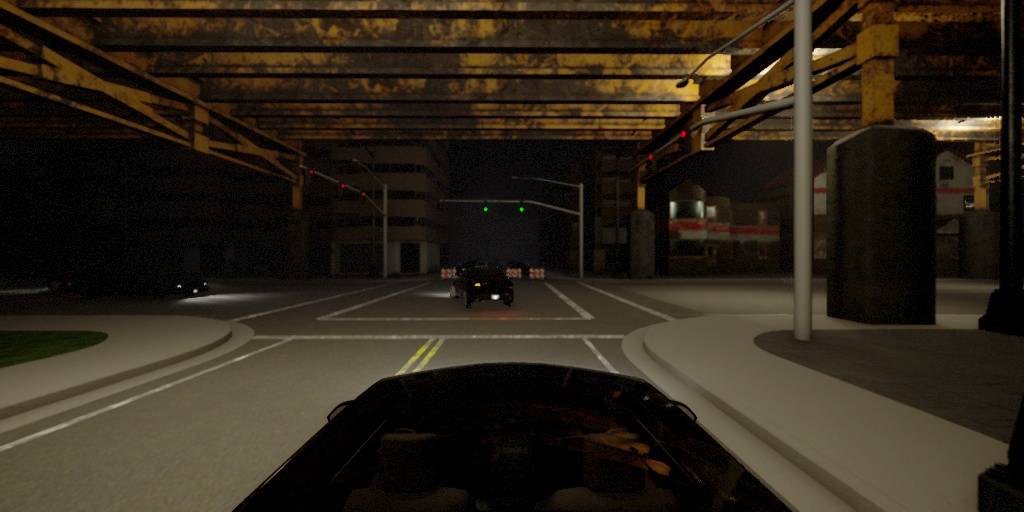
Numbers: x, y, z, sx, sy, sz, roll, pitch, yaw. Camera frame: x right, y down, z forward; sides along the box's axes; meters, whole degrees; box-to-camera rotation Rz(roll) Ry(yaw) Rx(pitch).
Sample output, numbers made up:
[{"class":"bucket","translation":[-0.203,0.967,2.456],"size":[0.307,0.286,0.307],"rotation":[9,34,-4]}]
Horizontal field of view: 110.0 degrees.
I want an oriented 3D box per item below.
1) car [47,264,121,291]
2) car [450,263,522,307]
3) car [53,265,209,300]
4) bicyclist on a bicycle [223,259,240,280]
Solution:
[{"class":"car","translation":[-23.658,1.213,20.763],"size":[5.008,1.535,1.882],"rotation":[0,0,-1]},{"class":"car","translation":[-1.395,1.244,15.459],"size":[1.837,1.490,4.892],"rotation":[1,0,-19]},{"class":"car","translation":[-17.769,1.285,17.094],"size":[5.357,1.411,2.033],"rotation":[0,0,0]},{"class":"bicyclist on a bicycle","translation":[-21.922,1.033,28.048],"size":[0.582,1.620,1.656],"rotation":[0,0,0]}]
